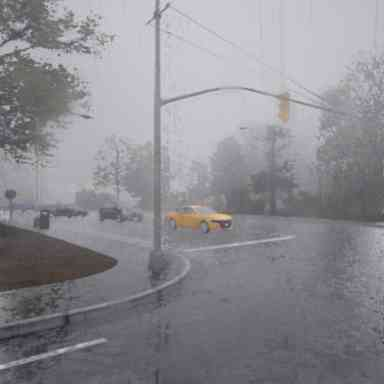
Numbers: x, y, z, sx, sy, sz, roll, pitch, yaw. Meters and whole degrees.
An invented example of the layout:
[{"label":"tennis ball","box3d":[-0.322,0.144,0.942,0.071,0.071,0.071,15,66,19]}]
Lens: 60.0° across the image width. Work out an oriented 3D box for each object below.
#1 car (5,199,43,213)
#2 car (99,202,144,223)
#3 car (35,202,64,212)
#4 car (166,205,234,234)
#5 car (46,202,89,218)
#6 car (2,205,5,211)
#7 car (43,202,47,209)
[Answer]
[{"label":"car","box3d":[-25.397,2.080,50.342,5.566,2.045,2.150,-1,-1,35]},{"label":"car","box3d":[-5.957,1.599,27.959,2.097,1.767,4.553,0,-1,-43]},{"label":"car","box3d":[-22.629,2.321,52.612,5.008,1.535,1.882,-2,-1,36]},{"label":"car","box3d":[0.374,1.580,20.467,1.882,1.535,5.008,0,-1,-39]},{"label":"car","box3d":[-13.043,2.005,35.348,5.357,1.411,2.033,-2,-1,43]},{"label":"car","box3d":[-31.310,2.556,58.425,4.892,1.490,1.837,-1,-1,31]},{"label":"car","box3d":[-17.524,2.218,44.239,4.181,1.385,1.994,-2,-1,40]}]
